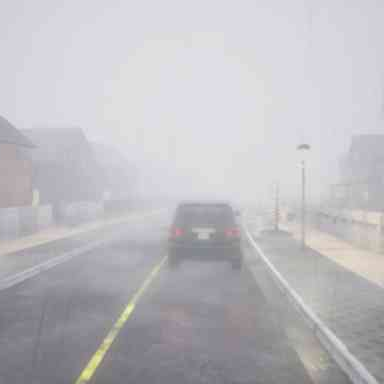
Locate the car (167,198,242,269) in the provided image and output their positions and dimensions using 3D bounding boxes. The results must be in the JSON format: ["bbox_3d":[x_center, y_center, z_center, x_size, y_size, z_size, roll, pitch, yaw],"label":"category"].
[{"bbox_3d":[0.526,1.257,11.462,2.150,2.045,5.566,0,0,5],"label":"car"}]

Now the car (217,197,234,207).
[{"bbox_3d":[5.623,1.641,55.123,1.994,1.385,4.181,0,0,17],"label":"car"}]

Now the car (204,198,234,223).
[{"bbox_3d":[2.304,1.421,27.257,2.097,1.767,4.553,0,0,9],"label":"car"}]
